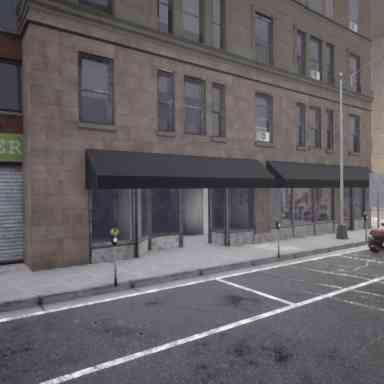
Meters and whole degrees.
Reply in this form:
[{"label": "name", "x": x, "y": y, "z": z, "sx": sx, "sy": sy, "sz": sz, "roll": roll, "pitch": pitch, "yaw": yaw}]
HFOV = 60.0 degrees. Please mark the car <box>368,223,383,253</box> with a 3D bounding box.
[{"label": "car", "x": 8.399, "y": 1.541, "z": 12.575, "sx": 4.507, "sy": 1.381, "sz": 1.887, "roll": 0, "pitch": -1, "yaw": -36}]
